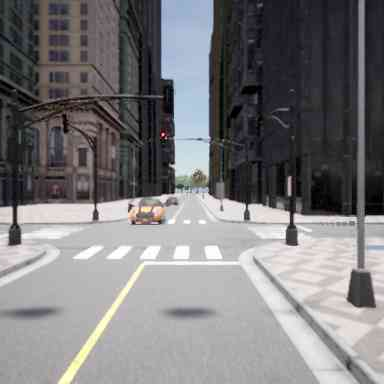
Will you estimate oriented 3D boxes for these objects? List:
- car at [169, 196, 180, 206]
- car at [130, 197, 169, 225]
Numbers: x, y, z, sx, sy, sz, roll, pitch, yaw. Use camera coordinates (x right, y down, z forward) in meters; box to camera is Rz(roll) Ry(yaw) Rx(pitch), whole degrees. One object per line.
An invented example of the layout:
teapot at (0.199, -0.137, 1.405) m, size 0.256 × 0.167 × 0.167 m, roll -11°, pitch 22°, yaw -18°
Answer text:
car at (-2.994, 1.436, 52.113) m, size 1.837 × 1.490 × 4.892 m, roll 0°, pitch 2°, yaw 0°
car at (-2.998, 1.238, 23.501) m, size 2.097 × 1.767 × 4.553 m, roll 0°, pitch -1°, yaw 0°
